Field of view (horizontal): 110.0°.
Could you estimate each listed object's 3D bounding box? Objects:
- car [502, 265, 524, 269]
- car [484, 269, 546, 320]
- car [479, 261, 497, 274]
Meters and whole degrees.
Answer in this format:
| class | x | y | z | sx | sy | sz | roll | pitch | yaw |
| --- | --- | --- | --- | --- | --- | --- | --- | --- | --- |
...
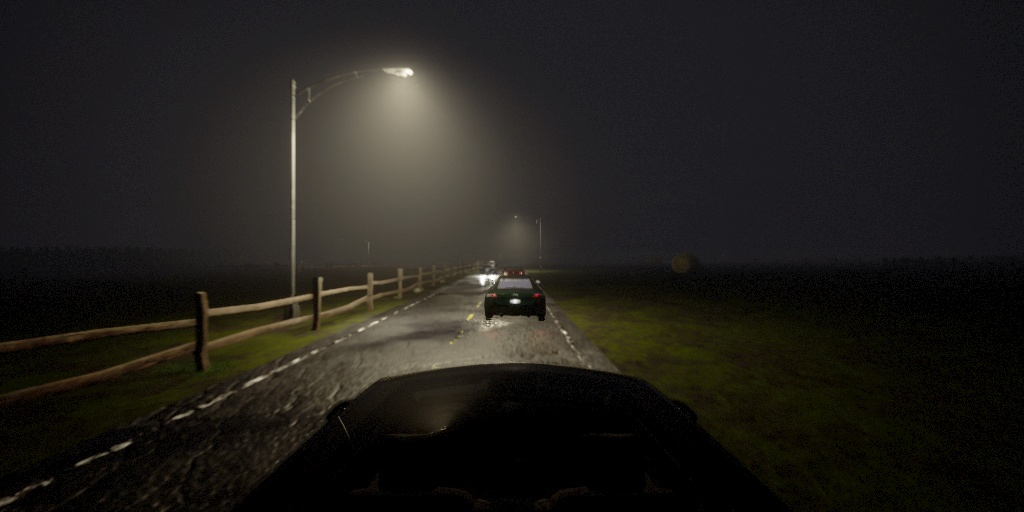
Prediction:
| class | x | y | z | sx | sy | sz | roll | pitch | yaw |
| --- | --- | --- | --- | --- | --- | --- | --- | --- | --- |
| car | 0.099 | 1.422 | 31.011 | 1.895 | 1.301 | 4.718 | 0 | 0 | 0 |
| car | 0.097 | 1.340 | 12.800 | 1.994 | 1.385 | 4.181 | 0 | 0 | 0 |
| car | -2.712 | 1.335 | 41.994 | 2.128 | 1.511 | 4.902 | 0 | 0 | 0 |
